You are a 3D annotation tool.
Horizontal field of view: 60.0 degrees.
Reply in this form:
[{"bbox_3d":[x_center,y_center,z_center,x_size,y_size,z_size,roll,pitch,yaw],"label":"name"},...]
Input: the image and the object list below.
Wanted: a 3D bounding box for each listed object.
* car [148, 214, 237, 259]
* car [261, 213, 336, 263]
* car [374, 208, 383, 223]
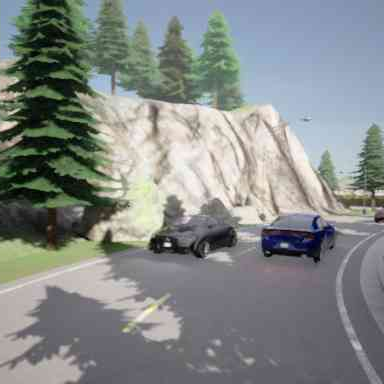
[{"bbox_3d":[0.170,1.575,12.763,1.994,1.385,4.181,1,0,30],"label":"car"},{"bbox_3d":[4.173,1.544,12.603,1.882,1.535,5.008,0,0,31],"label":"car"},{"bbox_3d":[16.659,1.815,27.241,4.181,1.385,1.994,1,0,-41],"label":"car"}]
